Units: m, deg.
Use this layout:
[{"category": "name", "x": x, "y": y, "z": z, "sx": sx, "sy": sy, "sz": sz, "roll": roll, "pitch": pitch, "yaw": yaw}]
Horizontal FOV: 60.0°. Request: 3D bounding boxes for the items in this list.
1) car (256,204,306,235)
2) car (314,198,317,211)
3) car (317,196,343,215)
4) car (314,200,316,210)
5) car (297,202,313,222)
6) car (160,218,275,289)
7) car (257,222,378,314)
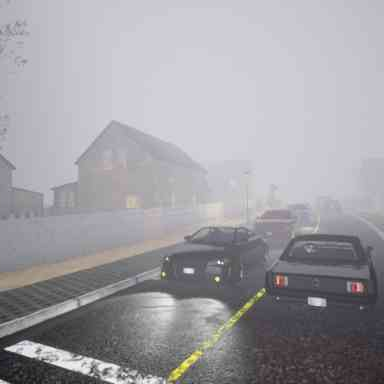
[{"category": "car", "x": 4.557, "y": 1.630, "z": 17.468, "sx": 1.882, "sy": 1.535, "sz": 5.008, "roll": -2, "pitch": -1, "yaw": 24}, {"category": "car", "x": 18.267, "y": 1.553, "z": 46.158, "sx": 2.150, "sy": 2.045, "sz": 5.566, "roll": -1, "pitch": -1, "yaw": 16}, {"category": "car", "x": 15.347, "y": 1.575, "z": 36.842, "sx": 2.097, "sy": 1.767, "sz": 4.553, "roll": -2, "pitch": -1, "yaw": 19}, {"category": "car", "x": 12.030, "y": 1.827, "z": 35.938, "sx": 2.033, "sy": 1.411, "sz": 5.357, "roll": -2, "pitch": -1, "yaw": 20}, {"category": "car", "x": 8.351, "y": 1.680, "z": 26.328, "sx": 1.882, "sy": 1.535, "sz": 5.008, "roll": -2, "pitch": -1, "yaw": 22}, {"category": "car", "x": 0.819, "y": 1.687, "z": 9.631, "sx": 1.994, "sy": 1.385, "sz": 4.181, "roll": -2, "pitch": -1, "yaw": 27}, {"category": "car", "x": 3.174, "y": 1.630, "z": 7.771, "sx": 1.895, "sy": 1.301, "sz": 4.718, "roll": -2, "pitch": -1, "yaw": 27}]
